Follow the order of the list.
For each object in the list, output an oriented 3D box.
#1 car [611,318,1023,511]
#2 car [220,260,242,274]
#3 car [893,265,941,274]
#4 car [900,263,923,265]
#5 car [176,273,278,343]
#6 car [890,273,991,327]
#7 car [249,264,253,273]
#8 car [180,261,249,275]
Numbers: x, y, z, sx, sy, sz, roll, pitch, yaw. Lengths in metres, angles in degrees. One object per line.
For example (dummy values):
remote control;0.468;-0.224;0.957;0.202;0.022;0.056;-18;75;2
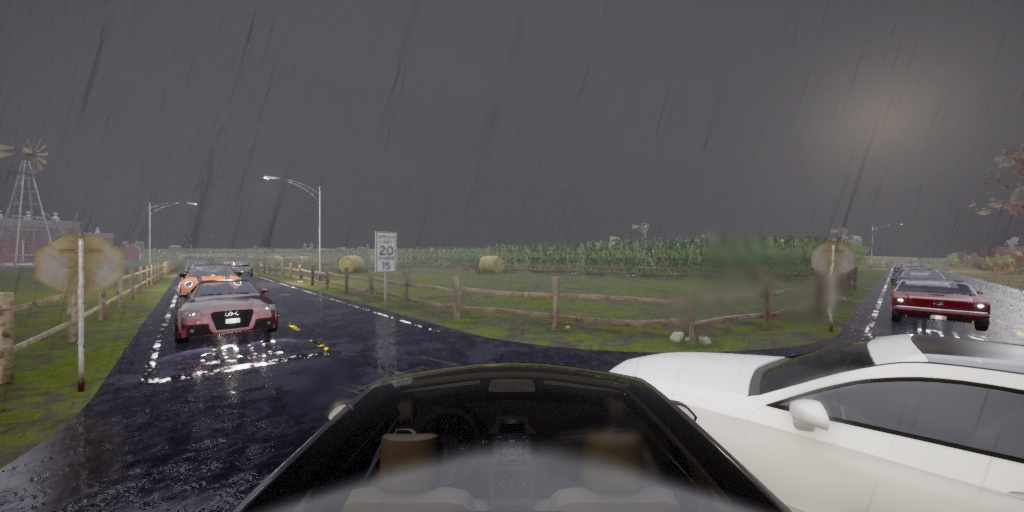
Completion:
car;2.833;1.294;2.405;1.812;1.442;4.674;0;1;-44
car;-33.809;1.306;43.072;1.837;1.490;4.892;0;0;-42
car;20.551;1.365;18.075;5.357;1.411;2.033;0;1;-43
car;27.290;1.403;24.346;4.181;1.385;1.994;0;1;-43
car;-7.965;1.355;9.966;1.994;1.385;4.181;0;0;-43
car;13.490;1.399;11.494;4.718;1.301;1.895;0;1;-43
car;-27.070;1.284;35.631;2.128;1.511;4.902;0;0;-42
car;-13.757;1.141;16.435;2.097;1.767;4.553;0;0;-42
